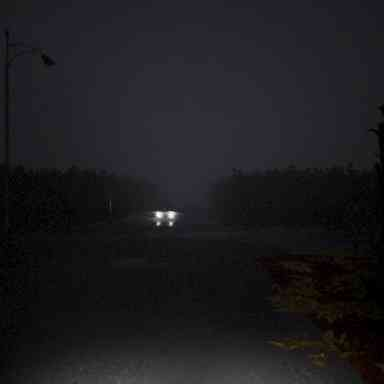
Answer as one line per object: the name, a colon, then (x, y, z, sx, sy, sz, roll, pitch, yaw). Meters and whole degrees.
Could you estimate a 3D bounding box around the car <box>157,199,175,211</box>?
car: (-3.108, 1.516, 39.729, 1.895, 1.301, 4.718, 0, 0, 0)
